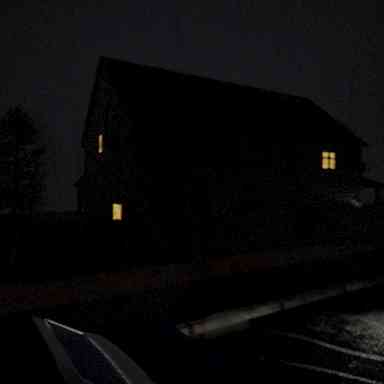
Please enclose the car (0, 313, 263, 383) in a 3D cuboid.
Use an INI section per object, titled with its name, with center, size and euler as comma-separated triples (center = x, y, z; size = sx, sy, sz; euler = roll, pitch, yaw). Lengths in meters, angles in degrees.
[car]
center = -1.712, 1.595, 1.680
size = 4.718, 1.301, 1.895
euler = 0, 0, -35
